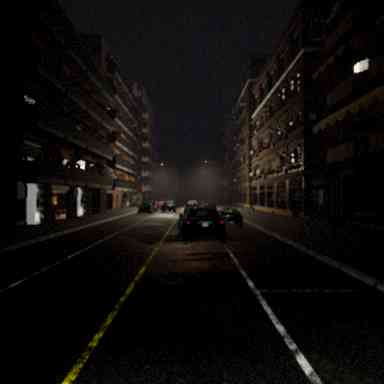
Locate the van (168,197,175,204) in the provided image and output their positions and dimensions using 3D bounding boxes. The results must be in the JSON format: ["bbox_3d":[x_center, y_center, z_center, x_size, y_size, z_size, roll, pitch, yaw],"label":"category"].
[{"bbox_3d":[-5.660,2.366,92.059,1.690,1.788,3.998,0,-1,0],"label":"van"}]

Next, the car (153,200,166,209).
[{"bbox_3d":[-5.672,2.195,58.241,1.887,1.381,4.507,0,-1,0],"label":"car"}]

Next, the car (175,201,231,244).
[{"bbox_3d":[0.421,1.547,17.277,2.097,1.767,4.553,0,-1,-5],"label":"car"}]

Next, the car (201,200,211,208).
[{"bbox_3d":[2.711,2.294,63.870,1.802,1.307,4.206,0,-1,0],"label":"car"}]

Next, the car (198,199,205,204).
[{"bbox_3d":[2.719,2.552,92.221,1.752,1.417,4.829,0,-1,0],"label":"car"}]

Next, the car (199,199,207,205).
[{"bbox_3d":[2.716,2.482,80.778,1.802,1.307,4.206,0,-1,0],"label":"car"}]

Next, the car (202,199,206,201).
[{"bbox_3d":[2.706,2.052,47.132,1.752,1.417,4.829,0,-1,0],"label":"car"}]

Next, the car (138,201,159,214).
[{"bbox_3d":[-5.677,2.014,41.333,2.008,1.369,4.403,0,-1,0],"label":"car"}]

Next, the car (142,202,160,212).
[{"bbox_3d":[-5.675,2.076,46.969,2.008,1.369,4.403,0,-1,0],"label":"car"}]

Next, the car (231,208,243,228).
[{"bbox_3d":[2.699,1.826,24.419,2.008,1.369,4.403,0,-1,0],"label":"car"}]

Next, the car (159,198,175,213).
[{"bbox_3d":[-3.073,1.985,44.125,2.128,1.511,4.902,0,-1,0],"label":"car"}]
